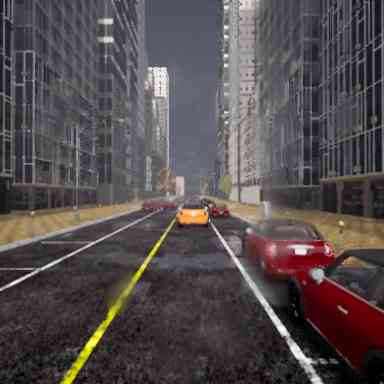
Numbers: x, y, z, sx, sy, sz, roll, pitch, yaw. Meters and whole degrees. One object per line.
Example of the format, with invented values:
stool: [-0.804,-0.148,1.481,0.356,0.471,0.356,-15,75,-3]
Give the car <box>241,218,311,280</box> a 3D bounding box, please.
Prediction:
car: [2.685,1.508,10.175,1.967,1.590,4.097,0,0,0]

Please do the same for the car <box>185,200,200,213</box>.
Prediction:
car: [0.072,1.784,41.517,1.812,1.442,4.674,0,0,0]

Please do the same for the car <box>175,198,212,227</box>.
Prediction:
car: [0.087,1.509,24.273,2.097,1.767,4.553,0,0,0]

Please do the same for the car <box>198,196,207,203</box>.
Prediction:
car: [2.649,1.916,84.175,1.967,1.590,4.097,0,0,0]

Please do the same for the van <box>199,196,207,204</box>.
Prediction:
van: [2.652,1.791,78.484,1.690,1.788,3.998,0,0,0]

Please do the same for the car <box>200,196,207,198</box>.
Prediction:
car: [2.660,1.930,61.405,1.947,1.339,4.313,0,0,0]

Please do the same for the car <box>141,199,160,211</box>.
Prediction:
car: [-5.712,1.818,44.331,1.887,1.381,4.507,0,0,0]

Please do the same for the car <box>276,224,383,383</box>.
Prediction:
car: [2.689,1.471,4.483,1.967,1.590,4.097,0,0,0]

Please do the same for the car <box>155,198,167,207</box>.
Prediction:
car: [-5.720,1.909,61.409,1.887,1.381,4.507,0,0,0]

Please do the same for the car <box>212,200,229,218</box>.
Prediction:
car: [2.674,1.754,32.944,1.887,1.381,4.507,0,0,0]

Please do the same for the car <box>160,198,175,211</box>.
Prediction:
car: [-3.025,1.889,46.541,1.895,1.301,4.718,0,0,0]
